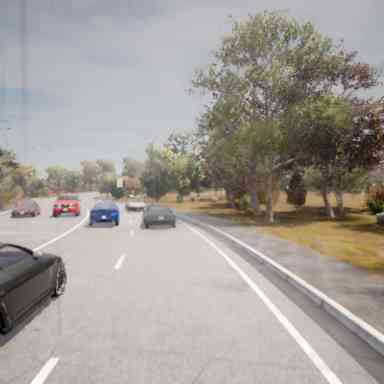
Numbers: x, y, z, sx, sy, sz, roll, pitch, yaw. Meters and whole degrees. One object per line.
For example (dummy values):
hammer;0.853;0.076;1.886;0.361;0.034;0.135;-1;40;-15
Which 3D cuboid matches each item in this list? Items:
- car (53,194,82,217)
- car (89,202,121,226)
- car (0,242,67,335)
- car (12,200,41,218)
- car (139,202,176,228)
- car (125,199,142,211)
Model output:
car;-11.487;1.166;30.868;2.150;2.045;5.566;0;0;-16
car;-6.060;1.437;23.396;1.882;1.535;5.008;0;0;-11
car;-3.727;1.562;5.809;1.994;1.385;4.181;0;0;-3
car;-14.939;1.495;30.247;1.812;1.442;4.674;0;0;-16
car;-2.229;1.518;21.945;1.994;1.385;4.181;0;0;-11
car;-6.840;1.525;39.594;1.895;1.301;4.718;0;0;-18
